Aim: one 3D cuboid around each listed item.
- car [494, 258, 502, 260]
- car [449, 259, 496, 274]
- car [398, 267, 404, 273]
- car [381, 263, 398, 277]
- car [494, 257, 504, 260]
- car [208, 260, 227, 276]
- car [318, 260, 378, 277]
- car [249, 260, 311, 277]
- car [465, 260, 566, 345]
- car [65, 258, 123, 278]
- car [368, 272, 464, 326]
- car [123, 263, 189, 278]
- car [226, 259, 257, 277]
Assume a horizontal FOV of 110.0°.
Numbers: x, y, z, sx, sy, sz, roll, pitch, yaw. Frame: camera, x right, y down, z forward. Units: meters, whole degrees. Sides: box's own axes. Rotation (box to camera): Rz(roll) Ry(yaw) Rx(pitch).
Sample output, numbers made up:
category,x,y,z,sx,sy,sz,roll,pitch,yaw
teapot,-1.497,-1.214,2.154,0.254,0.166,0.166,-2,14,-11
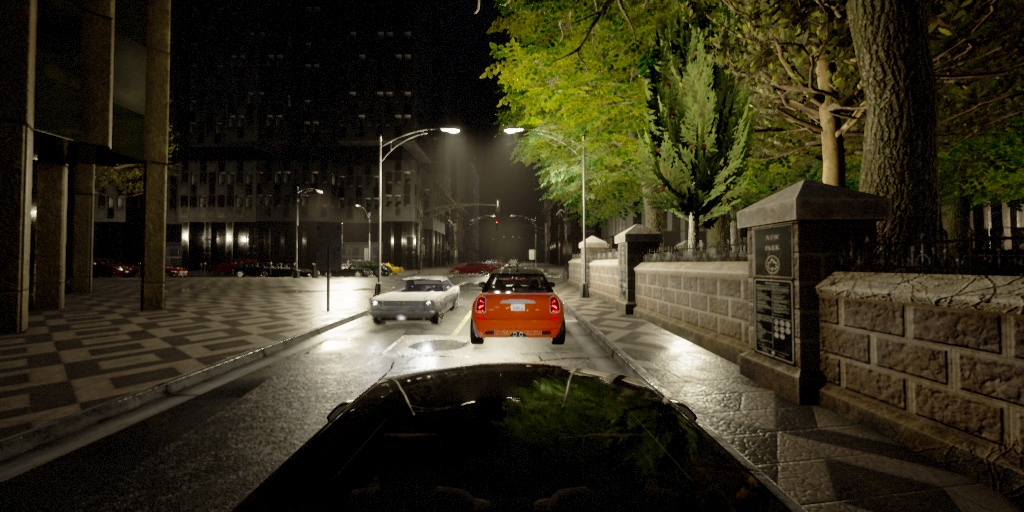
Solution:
category,x,y,z,sx,sy,sz,roll,pitch,yaw
car,-2.872,1.342,50.771,2.128,1.511,4.902,0,0,0
car,-4.163,1.355,37.231,4.674,1.442,1.812,-1,0,1
car,-14.599,1.438,40.008,4.829,1.417,1.751,0,0,1
car,-13.737,1.136,34.156,4.553,1.767,2.097,0,-1,0
car,-2.809,1.390,61.145,1.837,1.490,4.892,0,0,1
car,-30.966,1.249,40.173,5.009,1.841,2.192,0,0,1
car,-14.506,1.277,31.484,4.403,1.370,2.007,0,0,1
car,-20.019,1.299,31.539,4.313,1.339,1.948,0,0,1
car,0.130,1.110,9.707,2.097,1.767,4.553,0,0,0
car,-36.557,1.071,31.706,5.009,1.841,2.192,0,0,1
car,-2.958,1.361,11.817,1.895,1.301,4.718,0,0,0
car,-31.044,1.330,31.650,4.207,1.307,1.802,0,0,1
car,-23.882,1.302,34.257,4.892,1.490,1.837,0,-1,0
